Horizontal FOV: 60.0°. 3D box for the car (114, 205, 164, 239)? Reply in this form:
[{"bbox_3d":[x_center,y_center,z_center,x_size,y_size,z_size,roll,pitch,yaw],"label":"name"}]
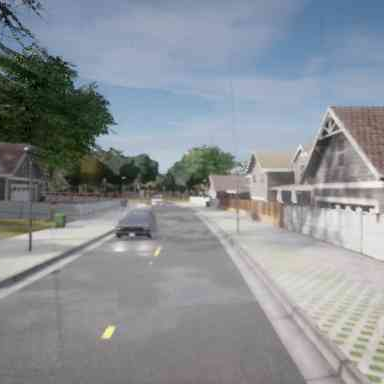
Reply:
[{"bbox_3d":[-2.941,1.709,18.720,2.033,1.411,5.357,0,0,-1],"label":"car"}]

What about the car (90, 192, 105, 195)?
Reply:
[{"bbox_3d":[-22.624,1.173,82.479,5.566,2.045,2.150,2,0,-12],"label":"car"}]

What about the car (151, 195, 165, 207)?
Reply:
[{"bbox_3d":[-6.081,1.649,59.719,2.150,2.045,5.566,0,0,-7],"label":"car"}]
